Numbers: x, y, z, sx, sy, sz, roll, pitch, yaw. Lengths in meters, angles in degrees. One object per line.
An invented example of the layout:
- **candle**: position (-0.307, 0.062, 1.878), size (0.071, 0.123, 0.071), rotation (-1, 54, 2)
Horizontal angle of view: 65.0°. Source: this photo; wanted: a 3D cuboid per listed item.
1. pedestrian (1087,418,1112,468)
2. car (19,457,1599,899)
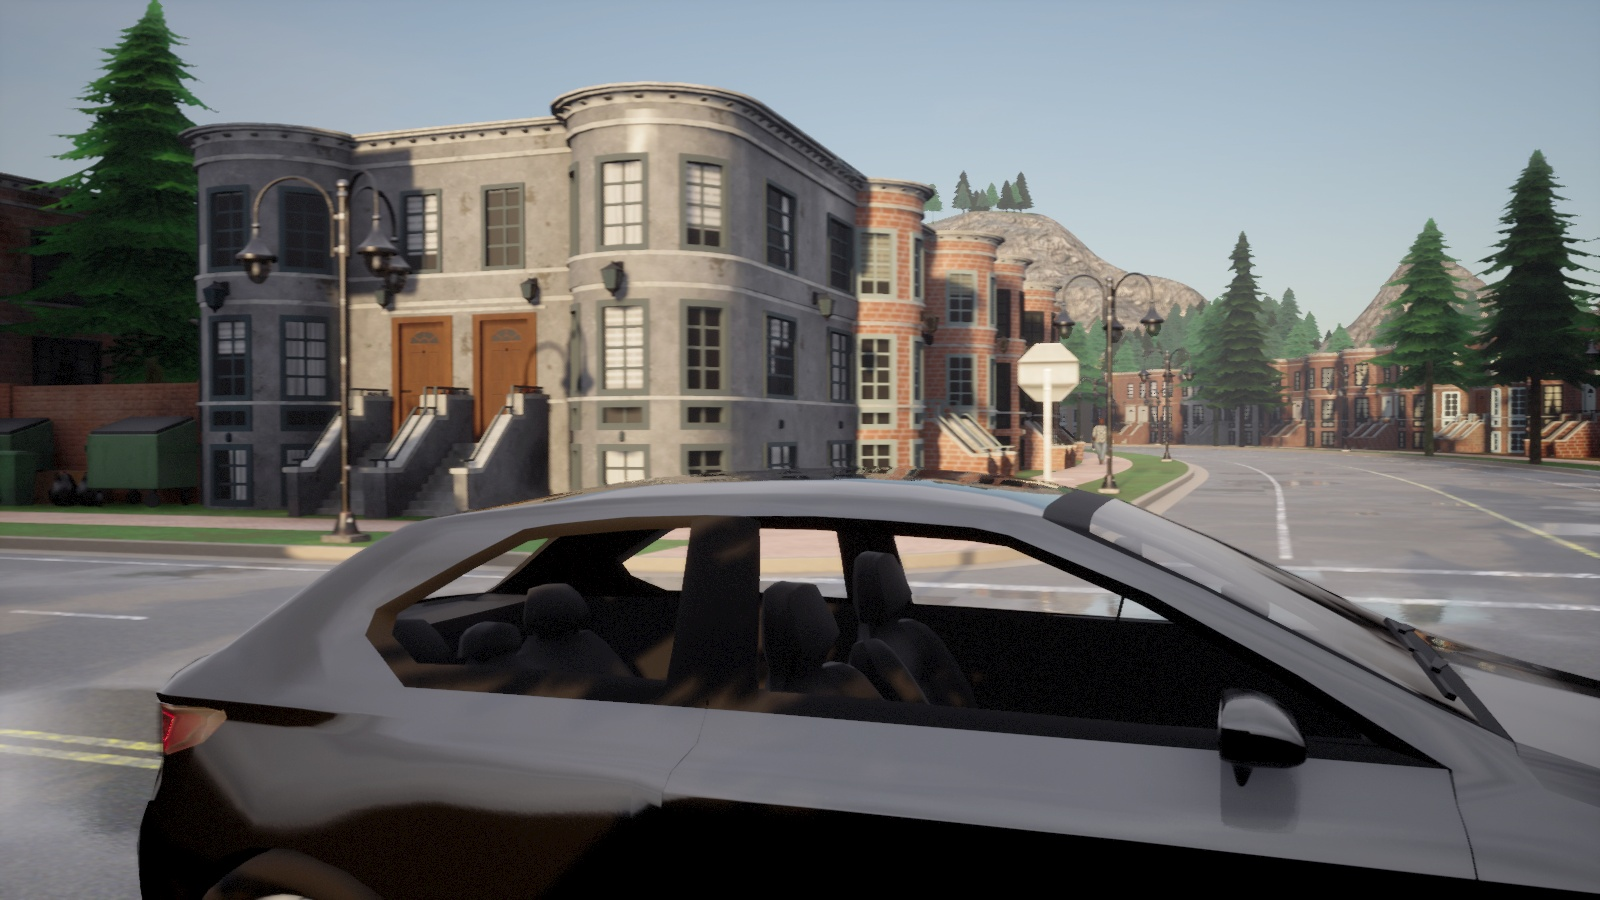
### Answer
- **pedestrian**: position (11.298, -0.261, 47.348), size (0.874, 1.855, 0.900), rotation (0, 1, 14)
- **car**: position (0.524, 0.794, 3.017), size (4.193, 1.474, 1.816), rotation (1, 1, 19)
